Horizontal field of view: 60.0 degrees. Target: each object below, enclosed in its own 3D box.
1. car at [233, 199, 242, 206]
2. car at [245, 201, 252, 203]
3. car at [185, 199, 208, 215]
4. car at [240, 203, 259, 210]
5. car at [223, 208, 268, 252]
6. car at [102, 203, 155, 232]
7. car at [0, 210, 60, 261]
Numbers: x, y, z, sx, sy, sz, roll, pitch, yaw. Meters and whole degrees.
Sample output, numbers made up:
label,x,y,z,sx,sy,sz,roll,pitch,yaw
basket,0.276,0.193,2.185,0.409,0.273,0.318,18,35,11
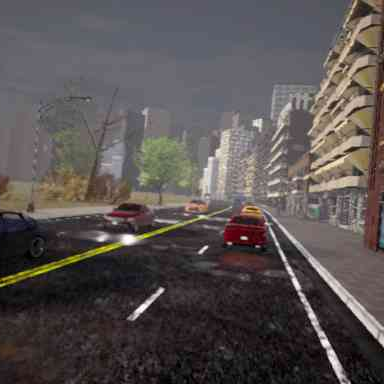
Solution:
label,x,y,z,sx,sy,sz,roll,pitch,yaw
car,12.558,2.987,91.519,2.150,2.045,5.566,5,0,7
car,15.790,3.518,91.429,1.882,1.535,5.008,5,0,7
car,0.651,1.700,40.054,2.097,1.767,4.553,5,0,11
car,6.206,2.266,34.589,1.882,1.535,5.008,5,0,11
car,2.652,1.824,16.215,1.882,1.535,5.008,5,0,11
car,-3.470,1.367,19.230,1.812,1.442,4.674,5,0,11
car,-5.529,1.130,8.445,2.033,1.411,5.357,5,0,11
